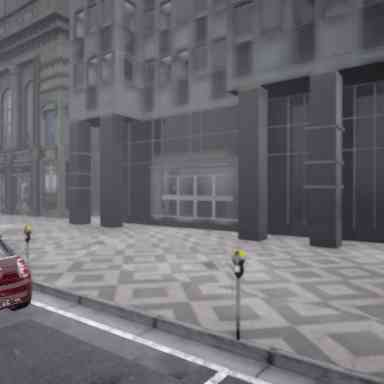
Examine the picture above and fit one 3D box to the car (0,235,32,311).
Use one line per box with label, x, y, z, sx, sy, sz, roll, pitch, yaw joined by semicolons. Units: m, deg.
car;-4.989;1.438;6.514;4.097;1.590;1.967;0;0;35
